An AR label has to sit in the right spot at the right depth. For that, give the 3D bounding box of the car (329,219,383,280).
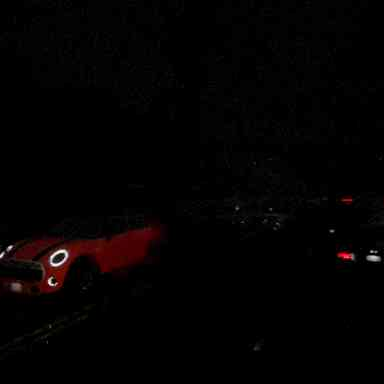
[{"bbox_3d":[5.053,1.510,9.653,2.033,1.411,5.357,0,0,24],"label":"car"}]

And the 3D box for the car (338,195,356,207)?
[{"bbox_3d":[20.396,1.190,43.648,2.128,1.511,4.902,0,1,24],"label":"car"}]

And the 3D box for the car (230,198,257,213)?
[{"bbox_3d":[5.401,1.336,34.498,2.128,1.511,4.902,0,0,25],"label":"car"}]

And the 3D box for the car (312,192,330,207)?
[{"bbox_3d":[16.933,0.938,44.071,2.150,2.045,5.566,0,1,25],"label":"car"}]

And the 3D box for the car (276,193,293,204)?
[{"bbox_3d":[10.224,0.918,37.156,1.837,1.490,4.892,0,0,24],"label":"car"}]

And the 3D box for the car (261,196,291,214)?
[{"bbox_3d":[8.132,1.409,32.659,1.994,1.385,4.181,0,0,25],"label":"car"}]

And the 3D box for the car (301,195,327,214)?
[{"bbox_3d":[12.070,1.349,33.207,1.812,1.442,4.674,0,1,25],"label":"car"}]

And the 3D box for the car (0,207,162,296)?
[{"bbox_3d":[-2.669,1.335,8.827,2.097,1.767,4.553,0,0,24],"label":"car"}]
